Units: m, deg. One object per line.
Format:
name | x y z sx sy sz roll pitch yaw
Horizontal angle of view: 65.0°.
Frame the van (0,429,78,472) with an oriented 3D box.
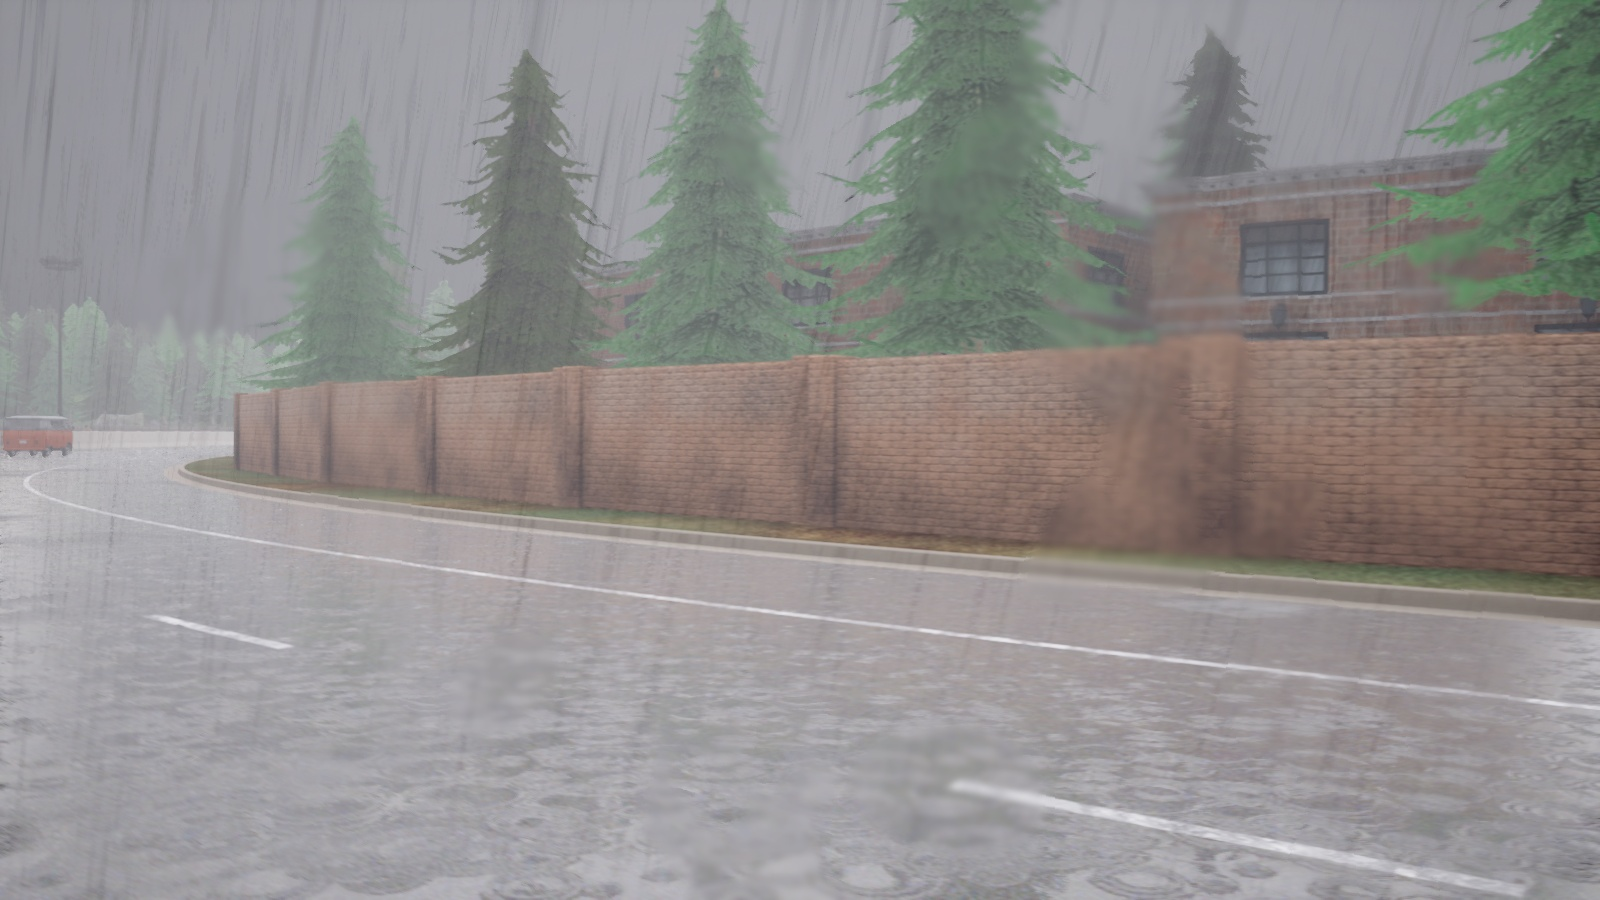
van | -36.743 0.003 60.760 1.775 1.987 4.442 -1 1 -11
